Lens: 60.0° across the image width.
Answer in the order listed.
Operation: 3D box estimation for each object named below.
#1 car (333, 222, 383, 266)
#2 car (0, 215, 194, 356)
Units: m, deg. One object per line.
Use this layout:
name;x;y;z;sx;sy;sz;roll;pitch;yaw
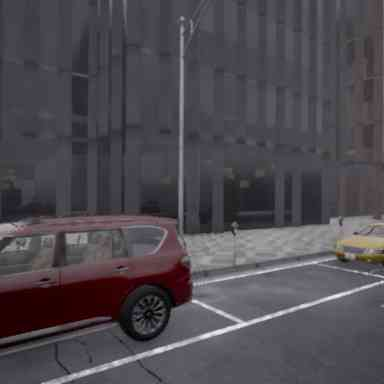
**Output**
car;6.751;1.645;11.467;4.829;1.417;1.752;1;0;-36
car;-2.286;1.325;5.020;5.009;1.841;2.192;1;0;-36
